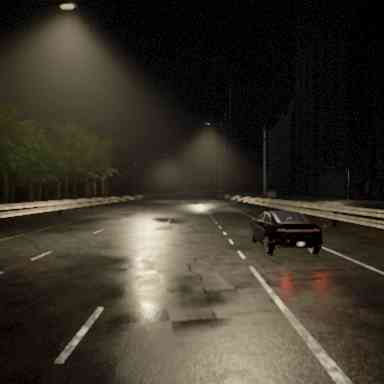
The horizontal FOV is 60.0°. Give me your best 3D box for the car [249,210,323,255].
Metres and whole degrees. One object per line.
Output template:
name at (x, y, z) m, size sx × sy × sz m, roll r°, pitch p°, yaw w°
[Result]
car at (3.517, 1.469, 13.191) m, size 2.128 × 1.511 × 4.902 m, roll 0°, pitch 0°, yaw 0°
